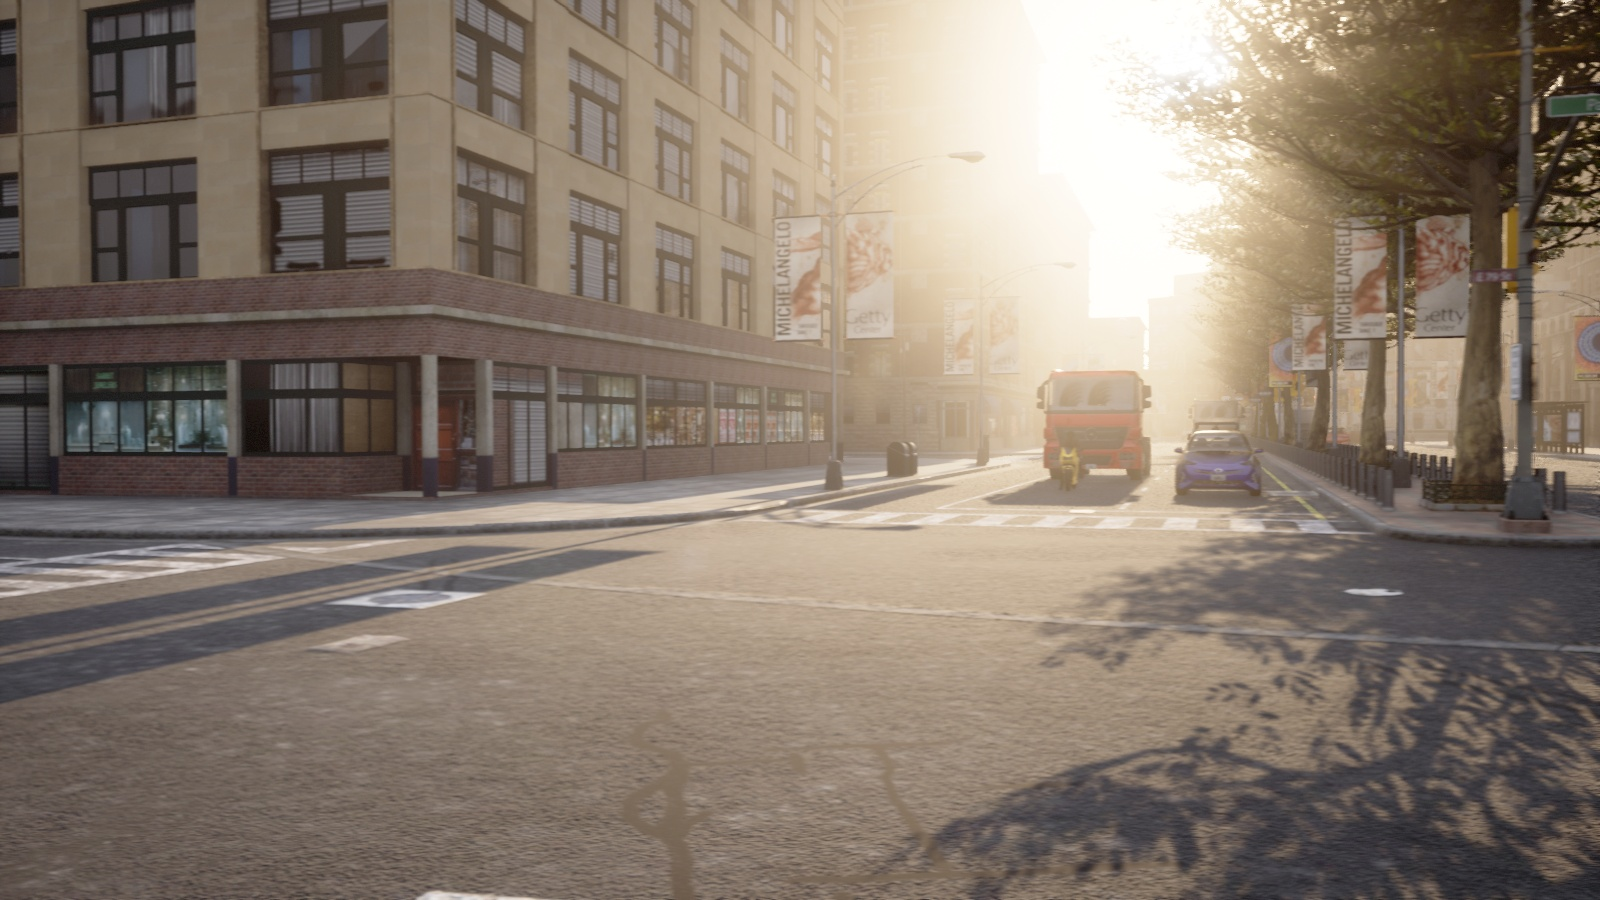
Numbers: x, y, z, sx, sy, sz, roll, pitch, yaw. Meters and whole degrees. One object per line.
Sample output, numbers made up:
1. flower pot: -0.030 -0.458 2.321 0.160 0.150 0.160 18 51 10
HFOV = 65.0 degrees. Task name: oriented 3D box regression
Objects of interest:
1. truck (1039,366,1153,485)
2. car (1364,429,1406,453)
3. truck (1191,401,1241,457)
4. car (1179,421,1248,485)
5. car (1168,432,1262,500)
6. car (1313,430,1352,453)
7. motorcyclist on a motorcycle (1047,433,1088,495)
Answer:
1. truck: 9.760 -0.771 40.769 2.891 3.462 7.936 1 1 18
2. car: 41.971 -0.681 90.190 2.152 1.651 5.027 1 1 18
3. truck: 26.858 -1.354 81.147 2.891 3.462 7.936 1 1 18
4. car: 12.720 0.052 38.588 1.905 1.878 3.866 1 1 19
5. car: 10.107 0.322 30.585 2.007 1.525 4.514 1 1 18
6. car: 38.682 -0.647 91.391 2.242 1.667 4.611 1 1 18
7. motorcyclist on a motorcycle: 6.829 0.322 31.972 0.797 1.523 2.044 1 1 18
